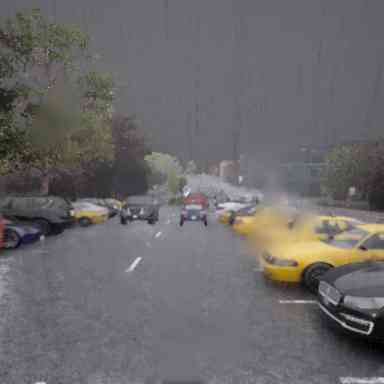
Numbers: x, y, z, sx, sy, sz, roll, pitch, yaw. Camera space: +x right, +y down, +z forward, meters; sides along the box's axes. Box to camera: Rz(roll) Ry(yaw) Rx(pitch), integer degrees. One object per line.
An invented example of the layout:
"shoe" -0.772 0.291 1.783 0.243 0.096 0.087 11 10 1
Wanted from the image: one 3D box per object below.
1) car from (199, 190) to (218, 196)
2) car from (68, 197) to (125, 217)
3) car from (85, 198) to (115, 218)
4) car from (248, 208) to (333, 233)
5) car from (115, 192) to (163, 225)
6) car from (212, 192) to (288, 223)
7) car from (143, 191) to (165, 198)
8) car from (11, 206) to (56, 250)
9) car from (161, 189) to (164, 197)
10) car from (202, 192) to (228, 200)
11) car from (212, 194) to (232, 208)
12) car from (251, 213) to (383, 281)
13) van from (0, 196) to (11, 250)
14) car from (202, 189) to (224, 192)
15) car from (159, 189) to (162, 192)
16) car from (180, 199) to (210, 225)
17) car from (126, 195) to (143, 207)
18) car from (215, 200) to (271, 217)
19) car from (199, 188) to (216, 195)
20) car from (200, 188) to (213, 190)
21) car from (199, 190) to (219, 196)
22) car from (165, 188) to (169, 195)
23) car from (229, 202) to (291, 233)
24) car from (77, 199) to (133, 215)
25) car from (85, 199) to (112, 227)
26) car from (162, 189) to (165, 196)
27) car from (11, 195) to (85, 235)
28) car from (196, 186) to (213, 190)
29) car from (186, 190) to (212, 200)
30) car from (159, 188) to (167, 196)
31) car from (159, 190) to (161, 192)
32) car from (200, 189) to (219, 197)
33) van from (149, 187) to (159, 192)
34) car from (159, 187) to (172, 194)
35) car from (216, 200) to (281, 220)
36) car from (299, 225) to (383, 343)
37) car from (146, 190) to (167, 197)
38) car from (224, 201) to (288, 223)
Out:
"car" 4.261 0.217 87.899 4.792 1.488 2.163 0 2 0
"car" -8.574 1.330 30.099 4.553 1.767 2.185 0 0 0
"car" -8.513 1.482 27.454 4.792 1.488 2.163 0 0 0
"car" 4.724 1.433 10.671 5.366 1.575 1.946 0 0 0
"car" -3.593 1.190 23.745 2.150 2.045 5.566 0 0 0
"car" 4.509 1.198 24.673 5.566 2.045 2.435 0 0 0
"car" -8.769 0.541 76.575 4.792 1.488 2.163 0 1 0
"car" -8.513 1.466 13.605 4.792 1.488 2.163 0 0 0
"car" -8.832 0.671 68.332 4.792 1.488 2.163 0 1 0
"car" 4.243 0.715 62.819 4.792 1.488 2.163 0 0 0
"car" 4.108 1.149 45.072 2.033 1.411 5.357 1 3 13
"car" 4.354 1.436 8.018 5.366 1.575 1.946 0 0 0
"van" -8.658 1.210 10.710 4.442 1.987 1.878 0 0 0
"car" 4.299 0.733 60.035 4.792 1.488 2.163 0 0 0
"car" -8.809 0.708 65.420 4.674 1.452 2.002 0 0 0
"car" 0.108 1.494 23.814 1.812 1.442 4.674 0 0 0
"car" -7.848 1.228 45.804 1.895 1.301 4.718 0 2 -6
"car" 4.566 1.485 30.225 4.792 1.488 2.163 0 0 0
"car" 4.263 -0.150 93.457 4.553 1.767 2.185 0 2 0
"car" 4.243 0.542 65.603 4.553 1.767 2.185 0 1 0
"car" 4.318 0.310 85.113 4.792 1.488 2.163 0 2 0
"car" -8.791 0.445 79.364 5.008 1.535 2.097 0 1 0
"car" 4.724 1.437 16.344 5.366 1.575 1.946 0 0 0
"car" -8.538 1.458 32.871 5.008 1.535 2.097 0 0 0
"car" -8.357 1.443 21.913 5.366 1.575 1.946 0 0 0
"car" -8.987 0.604 71.123 5.366 1.575 1.946 0 1 0
"car" -8.570 1.189 16.374 5.566 2.045 2.435 0 0 0
"car" 4.250 0.356 71.174 5.566 2.045 2.435 0 1 0
"car" 0.614 1.114 38.816 2.150 2.045 5.566 1 1 10
"car" -8.985 0.560 73.919 5.366 1.575 1.946 0 1 0
"car" -8.811 0.726 62.635 4.674 1.452 2.002 0 0 0
"car" 4.318 0.240 82.322 4.553 1.767 2.185 0 2 0
"van" -8.683 0.479 59.960 4.442 1.987 1.878 1 1 0
"car" -8.600 -0.021 93.299 5.366 1.575 1.946 0 2 0
"car" 4.532 1.452 27.448 5.008 1.535 2.097 0 0 0
"car" 4.545 1.449 5.250 4.892 1.521 2.231 0 0 0
"car" -8.788 0.369 82.153 5.008 1.535 2.097 0 2 0
"car" 4.532 1.444 19.120 4.892 1.521 2.231 0 0 0
